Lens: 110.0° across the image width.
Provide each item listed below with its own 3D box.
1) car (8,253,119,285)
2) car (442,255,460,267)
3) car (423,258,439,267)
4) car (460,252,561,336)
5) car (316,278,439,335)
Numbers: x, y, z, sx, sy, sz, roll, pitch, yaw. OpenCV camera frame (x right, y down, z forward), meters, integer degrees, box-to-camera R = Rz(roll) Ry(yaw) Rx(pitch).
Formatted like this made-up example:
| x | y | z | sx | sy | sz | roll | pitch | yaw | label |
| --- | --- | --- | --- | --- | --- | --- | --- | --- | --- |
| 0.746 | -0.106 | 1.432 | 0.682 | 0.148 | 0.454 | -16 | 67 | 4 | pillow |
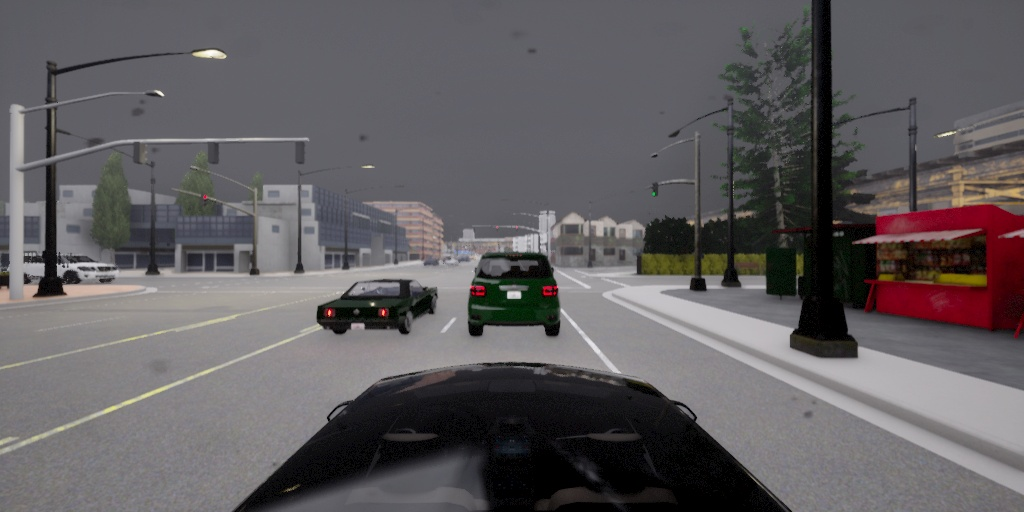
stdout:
| x | y | z | sx | sy | sz | roll | pitch | yaw | label |
| --- | --- | --- | --- | --- | --- | --- | --- | --- | --- |
| -29.625 | 0.843 | 23.755 | 5.566 | 2.045 | 2.150 | 0 | 0 | 1 | car |
| -10.594 | 1.069 | 62.993 | 1.812 | 1.442 | 4.674 | 0 | 1 | 0 | car |
| -14.083 | 1.093 | 62.897 | 2.033 | 1.411 | 5.357 | 0 | 1 | 1 | car |
| 0.060 | 0.901 | 10.234 | 2.150 | 2.045 | 5.566 | 0 | 0 | 0 | car |
| -3.437 | 1.284 | 10.254 | 1.895 | 1.301 | 4.718 | 0 | 0 | 0 | car |
